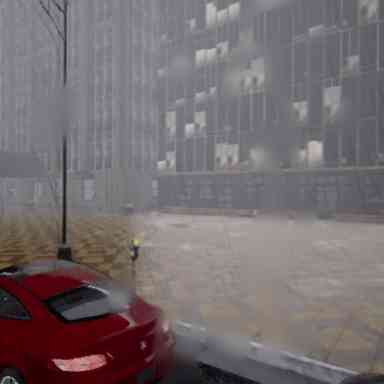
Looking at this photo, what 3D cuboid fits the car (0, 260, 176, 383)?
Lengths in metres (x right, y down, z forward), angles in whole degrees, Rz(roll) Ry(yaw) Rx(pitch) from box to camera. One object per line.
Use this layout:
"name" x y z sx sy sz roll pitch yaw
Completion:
"car" -2.125 1.589 4.383 4.206 1.307 1.802 0 1 36

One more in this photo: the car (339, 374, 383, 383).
"car" 2.467 1.563 1.105 4.313 1.339 1.947 0 1 36
